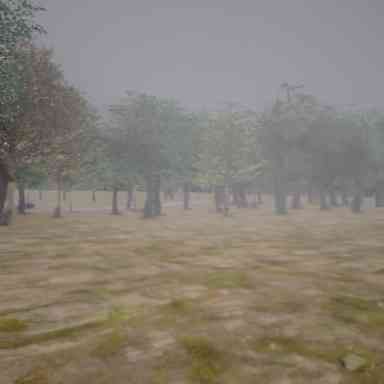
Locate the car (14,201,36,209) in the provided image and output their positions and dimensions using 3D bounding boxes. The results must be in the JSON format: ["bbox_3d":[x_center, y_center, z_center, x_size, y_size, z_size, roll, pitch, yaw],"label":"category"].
[{"bbox_3d":[-36.594,2.835,72.976,2.097,1.767,4.553,-1,-2,19],"label":"car"}]
